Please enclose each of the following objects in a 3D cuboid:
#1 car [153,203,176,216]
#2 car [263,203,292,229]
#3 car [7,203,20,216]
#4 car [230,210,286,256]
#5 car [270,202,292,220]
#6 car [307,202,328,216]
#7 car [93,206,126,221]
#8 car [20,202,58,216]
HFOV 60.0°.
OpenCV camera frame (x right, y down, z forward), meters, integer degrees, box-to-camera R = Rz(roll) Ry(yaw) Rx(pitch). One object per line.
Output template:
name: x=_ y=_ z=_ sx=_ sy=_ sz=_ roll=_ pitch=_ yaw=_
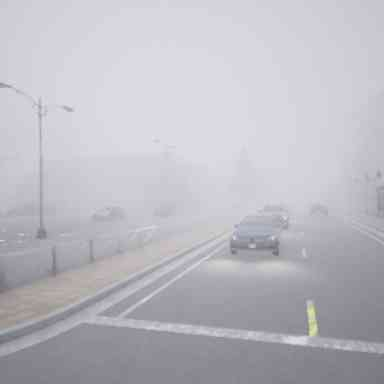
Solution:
car: x=-3.355 y=2.141 z=40.433 sx=1.845 sy=1.501 sz=3.633 roll=-2 pitch=-1 yaw=18
car: x=5.869 y=1.639 z=23.728 sx=2.097 sy=1.767 sz=4.553 roll=-2 pitch=-1 yaw=18
car: x=-23.853 y=2.390 z=46.892 sx=1.905 sy=1.878 sz=3.866 roll=-2 pitch=-1 yaw=18
car: x=2.886 y=1.717 z=14.303 sx=1.812 sy=1.442 sz=4.674 roll=-2 pitch=-1 yaw=18
car: x=9.051 y=1.864 z=33.579 sx=1.882 sy=1.535 sz=5.008 roll=-2 pitch=-1 yaw=18
car: x=13.784 y=1.839 z=36.401 sx=1.837 sy=1.490 sz=4.892 roll=-2 pitch=-1 yaw=18
car: x=-8.506 y=2.157 z=34.316 sx=1.970 sy=1.475 sz=3.806 roll=-2 pitch=-1 yaw=18
car: x=-20.964 y=2.340 z=46.375 sx=1.932 sy=1.855 sz=4.605 roll=-2 pitch=-1 yaw=18
